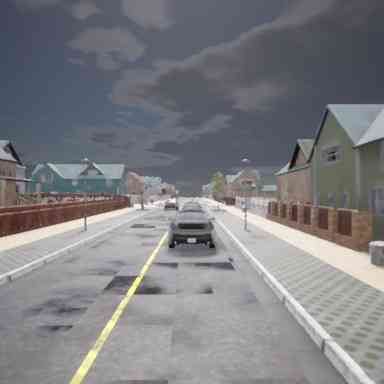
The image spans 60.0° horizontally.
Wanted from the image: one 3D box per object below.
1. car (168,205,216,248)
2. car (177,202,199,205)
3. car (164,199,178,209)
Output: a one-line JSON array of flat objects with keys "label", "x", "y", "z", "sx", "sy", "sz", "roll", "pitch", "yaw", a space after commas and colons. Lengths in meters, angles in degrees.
[{"label": "car", "x": 0.000, "y": 1.526, "z": 14.653, "sx": 1.837, "sy": 1.490, "sz": 4.892, "roll": 0, "pitch": 0, "yaw": 0}, {"label": "car", "x": 0.000, "y": 1.605, "z": 29.655, "sx": 1.994, "sy": 1.385, "sz": 4.181, "roll": 0, "pitch": 0, "yaw": 0}, {"label": "car", "x": -2.750, "y": 1.675, "z": 45.657, "sx": 2.033, "sy": 1.411, "sz": 5.357, "roll": 0, "pitch": 0, "yaw": 0}]
